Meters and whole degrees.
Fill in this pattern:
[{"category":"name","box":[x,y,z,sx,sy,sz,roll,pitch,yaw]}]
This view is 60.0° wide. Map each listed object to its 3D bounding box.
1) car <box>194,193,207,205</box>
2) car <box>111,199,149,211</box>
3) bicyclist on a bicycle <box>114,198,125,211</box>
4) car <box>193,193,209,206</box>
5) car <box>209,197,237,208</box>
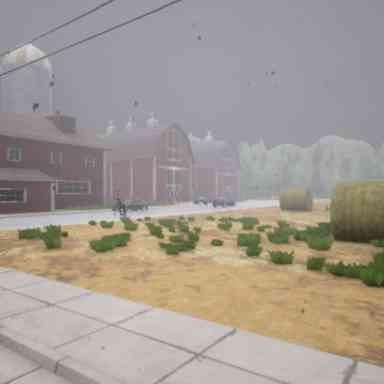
[{"category":"car","box":[1.921,1.257,50.431,1.895,1.301,4.718,0,0,35]},{"category":"car","box":[-6.972,1.552,37.715,1.837,1.490,4.892,0,0,35]},{"category":"bicyclist on a bicycle","box":[-5.739,1.327,26.348,1.656,1.620,0.582,-1,0,35]},{"category":"car","box":[1.484,1.203,57.124,1.905,1.878,3.866,6,1,-8]},{"category":"car","box":[4.756,1.538,48.280,1.837,1.490,4.892,0,-1,35]}]
